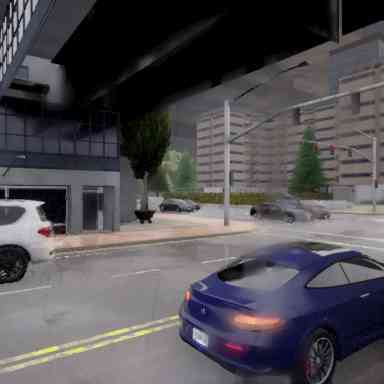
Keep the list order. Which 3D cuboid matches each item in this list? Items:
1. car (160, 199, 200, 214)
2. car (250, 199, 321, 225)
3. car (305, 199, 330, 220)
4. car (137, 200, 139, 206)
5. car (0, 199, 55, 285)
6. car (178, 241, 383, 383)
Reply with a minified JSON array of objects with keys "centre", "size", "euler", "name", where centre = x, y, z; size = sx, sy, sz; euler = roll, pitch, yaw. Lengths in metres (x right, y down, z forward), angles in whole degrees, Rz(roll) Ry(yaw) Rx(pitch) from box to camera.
[{"centre":[-1.636,1.506,35.449],"size":[1.837,1.490,4.892],"euler":[0,0,-36],"name":"car"},{"centre":[6.418,1.492,24.371],"size":[2.128,1.511,4.902],"euler":[0,0,-36],"name":"car"},{"centre":[8.822,1.352,27.014],"size":[2.097,1.767,4.553],"euler":[0,0,-36],"name":"car"},{"centre":[-10.304,1.351,53.483],"size":[2.097,1.767,4.553],"euler":[0,0,-35],"name":"car"},{"centre":[-6.298,1.221,8.026],"size":[5.566,2.045,2.150],"euler":[0,0,-35],"name":"car"},{"centre":[1.980,1.526,5.210],"size":[4.674,1.442,1.812],"euler":[0,0,-35],"name":"car"}]
